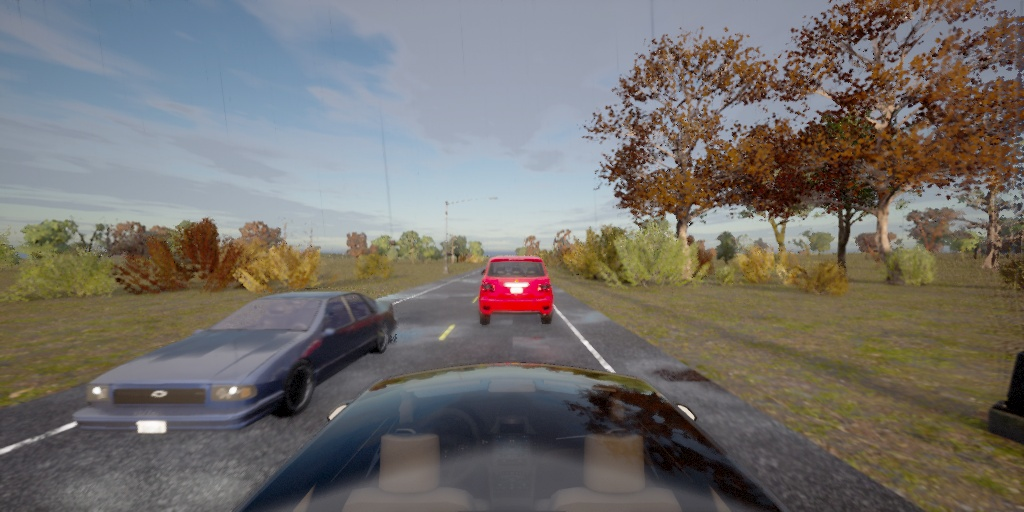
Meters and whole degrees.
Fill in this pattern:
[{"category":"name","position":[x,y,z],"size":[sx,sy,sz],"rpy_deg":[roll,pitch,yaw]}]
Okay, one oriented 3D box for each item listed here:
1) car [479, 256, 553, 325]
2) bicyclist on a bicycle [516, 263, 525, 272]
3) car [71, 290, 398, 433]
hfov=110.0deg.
[{"category":"car","position":[0.090,1.059,12.265],"size":[2.150,2.045,5.566],"rpy_deg":[0,-1,-1]},{"category":"bicyclist on a bicycle","position":[0.887,1.391,32.366],"size":[0.659,1.776,1.843],"rpy_deg":[0,0,0]},{"category":"car","position":[-3.597,1.337,6.231],"size":[2.033,1.411,5.357],"rpy_deg":[0,-1,0]}]
